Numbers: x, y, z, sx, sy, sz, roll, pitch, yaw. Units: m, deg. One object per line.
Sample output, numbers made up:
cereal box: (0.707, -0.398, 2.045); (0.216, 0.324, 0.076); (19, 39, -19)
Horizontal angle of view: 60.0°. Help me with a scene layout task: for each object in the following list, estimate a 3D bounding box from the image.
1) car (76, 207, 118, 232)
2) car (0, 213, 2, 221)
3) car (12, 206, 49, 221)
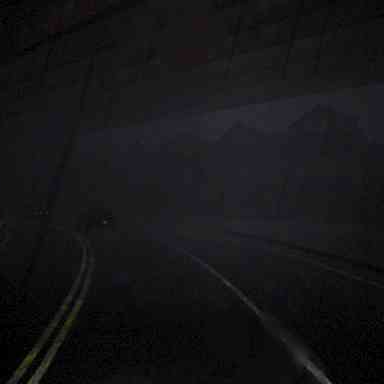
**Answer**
car: (-6.457, 1.762, 22.280); (1.882, 1.535, 5.008); (0, -2, -29)
car: (-20.801, 2.262, 33.387); (4.181, 1.385, 1.994); (-2, -1, 38)
car: (-17.025, 2.224, 35.060); (5.357, 1.411, 2.033); (-2, -1, 41)
